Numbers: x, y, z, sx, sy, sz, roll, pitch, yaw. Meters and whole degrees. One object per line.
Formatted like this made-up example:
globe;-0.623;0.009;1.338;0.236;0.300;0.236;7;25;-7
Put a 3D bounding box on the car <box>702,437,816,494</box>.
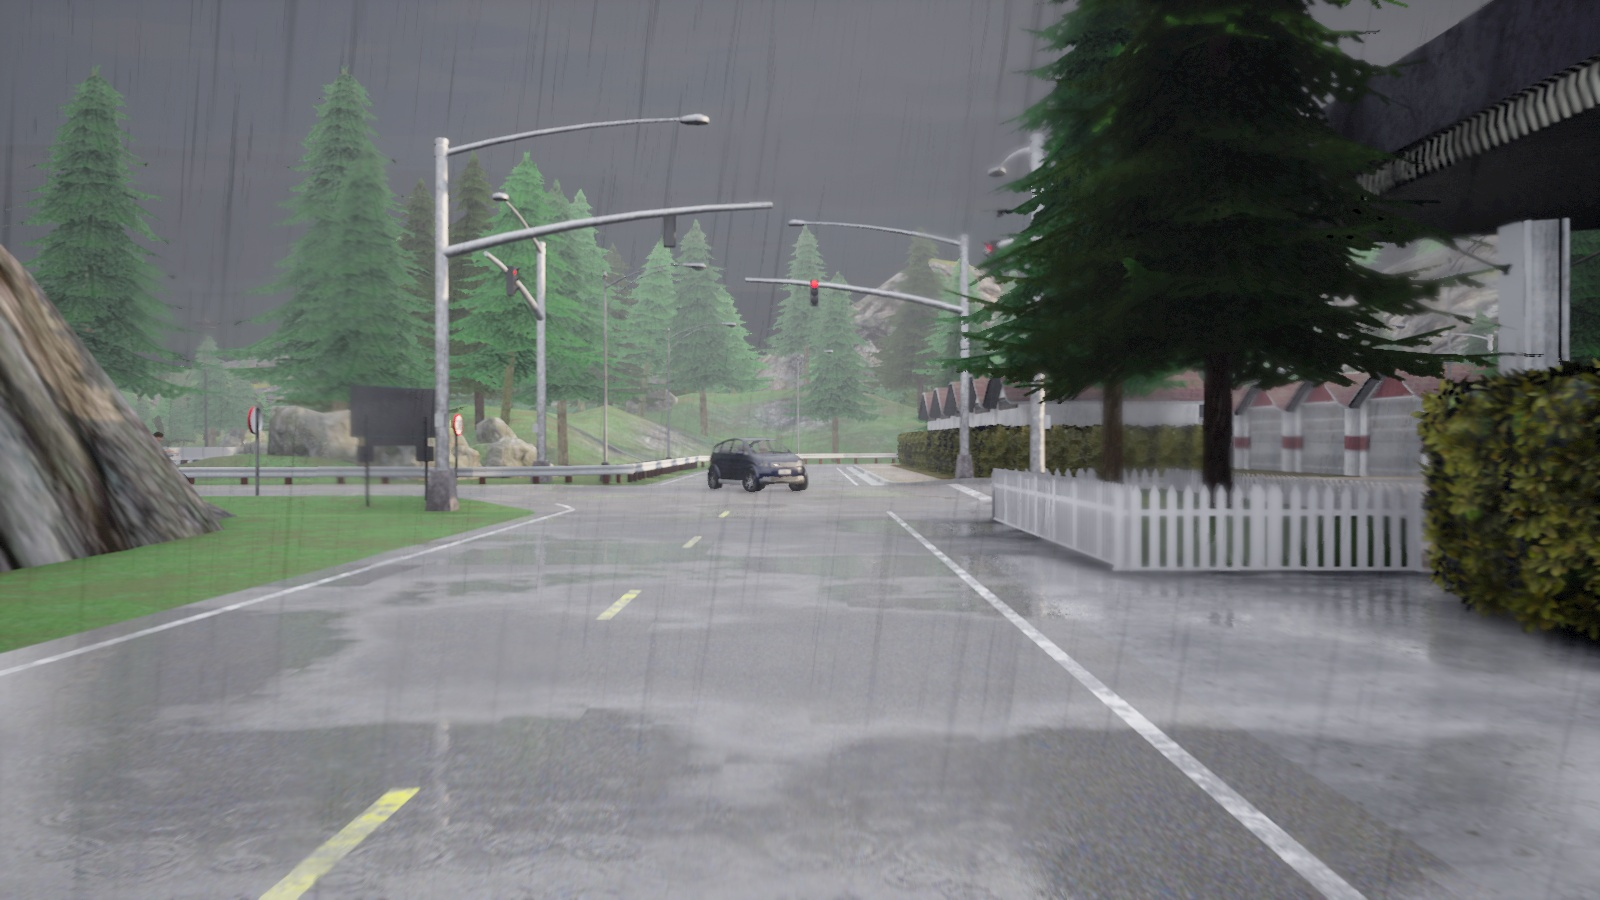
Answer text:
car;-1.232;0.408;36.307;1.789;1.549;3.705;-1;1;-29
